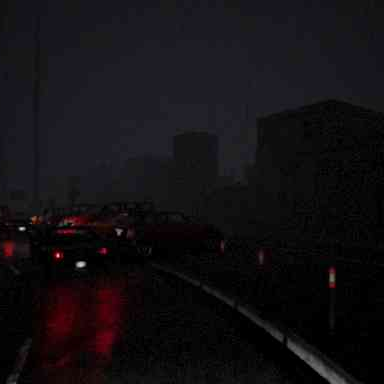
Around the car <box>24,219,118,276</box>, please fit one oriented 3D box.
[{"bbox_3d":[-4.301,1.802,11.254,1.895,1.301,4.718,0,-1,-32],"label":"car"}]

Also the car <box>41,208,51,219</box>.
[{"bbox_3d":[-9.758,1.994,25.879,4.553,1.767,2.185,0,-2,-35],"label":"car"}]

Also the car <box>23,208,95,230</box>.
[{"bbox_3d":[-11.264,2.228,28.380,5.366,1.575,1.946,0,-2,-35],"label":"car"}]

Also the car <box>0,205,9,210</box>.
[{"bbox_3d":[-19.046,2.303,32.428,2.150,2.045,5.566,0,-2,-35],"label":"car"}]

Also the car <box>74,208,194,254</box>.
[{"bbox_3d":[-2.702,1.752,15.995,5.008,1.535,2.097,0,-1,-36],"label":"car"}]

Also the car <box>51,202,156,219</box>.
[{"bbox_3d":[-4.422,1.575,18.359,5.566,2.045,2.435,0,-2,-35],"label":"car"}]

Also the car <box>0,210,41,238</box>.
[{"bbox_3d":[-11.392,2.078,21.579,1.812,1.442,4.674,0,-2,-35],"label":"car"}]
